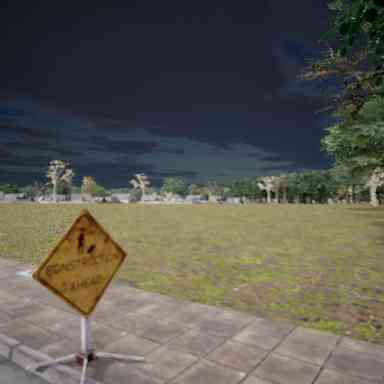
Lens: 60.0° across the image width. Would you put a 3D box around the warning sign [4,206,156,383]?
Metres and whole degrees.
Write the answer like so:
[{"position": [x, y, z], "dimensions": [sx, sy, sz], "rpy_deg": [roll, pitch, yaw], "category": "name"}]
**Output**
[{"position": [-1.280, 1.128, 3.965], "dimensions": [1.060, 1.860, 1.300], "rpy_deg": [-1, 0, 35], "category": "warning sign"}]
